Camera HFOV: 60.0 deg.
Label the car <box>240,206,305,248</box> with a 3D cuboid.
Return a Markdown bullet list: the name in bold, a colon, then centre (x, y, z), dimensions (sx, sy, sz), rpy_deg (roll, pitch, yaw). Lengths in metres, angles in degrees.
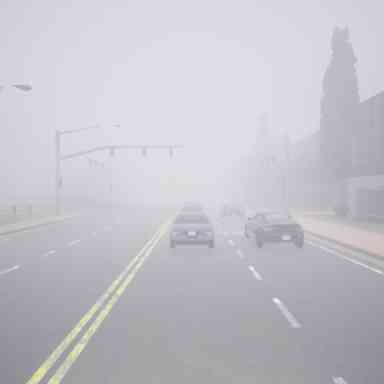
- **car**: centre (3.500, 1.531, 14.650), dimensions (1.812, 1.442, 4.674), rpy_deg (0, 0, 0)

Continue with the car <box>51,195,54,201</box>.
- **car**: centre (-38.886, 1.361, 86.789), dimensions (3.905, 1.438, 1.784), rpy_deg (0, 0, 0)

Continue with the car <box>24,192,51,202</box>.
- **car**: centre (-38.953, 1.151, 83.893), dimensions (4.605, 1.855, 1.932), rpy_deg (0, 0, 0)

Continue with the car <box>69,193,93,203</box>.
- **car**: centre (-21.409, 1.154, 64.277), dimensions (3.866, 1.878, 1.905), rpy_deg (0, 0, 0)

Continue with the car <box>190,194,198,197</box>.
- **car**: centre (0.494, 1.468, 87.346), dimensions (1.812, 1.442, 4.674), rpy_deg (0, 0, 2)

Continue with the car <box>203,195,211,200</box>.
- **car**: centre (4.002, 1.504, 87.569), dimensions (1.994, 1.385, 4.181), rpy_deg (0, 0, 2)

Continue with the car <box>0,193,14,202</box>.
- **car**: centre (-38.874, 1.393, 66.995), dimensions (3.806, 1.475, 1.970), rpy_deg (0, 0, 0)

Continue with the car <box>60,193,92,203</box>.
- **car**: centre (-21.466, 1.151, 61.383), dimensions (4.605, 1.855, 1.932), rpy_deg (0, 0, 0)

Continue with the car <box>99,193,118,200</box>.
- **car**: centre (-21.432, 1.154, 83.901), dimensions (3.866, 1.878, 1.905), rpy_deg (0, 0, 0)

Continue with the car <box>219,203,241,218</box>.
- **car**: centre (3.482, 1.615, 29.724), dimensions (1.895, 1.301, 4.718), rpy_deg (0, 0, 0)

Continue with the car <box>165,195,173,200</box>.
- **car**: centre (-6.384, 1.485, 92.067), dimensions (2.128, 1.511, 4.902), rpy_deg (0, 0, 2)

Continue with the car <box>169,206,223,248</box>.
- **car**: centre (0.000, 1.561, 14.650), dimensions (2.033, 1.411, 5.357), rpy_deg (0, 0, 0)

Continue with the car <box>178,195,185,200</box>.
- **car**: centre (-2.886, 1.555, 91.945), dimensions (1.895, 1.301, 4.718), rpy_deg (0, 0, 2)

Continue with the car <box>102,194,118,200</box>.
- **car**: centre (-21.419, 1.393, 86.796), dimensions (3.806, 1.475, 1.970), rpy_deg (0, 0, 0)

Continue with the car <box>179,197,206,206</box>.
- **car**: centre (-0.018, 1.483, 29.665), dimensions (1.882, 1.535, 5.008), rpy_deg (0, 0, 0)
